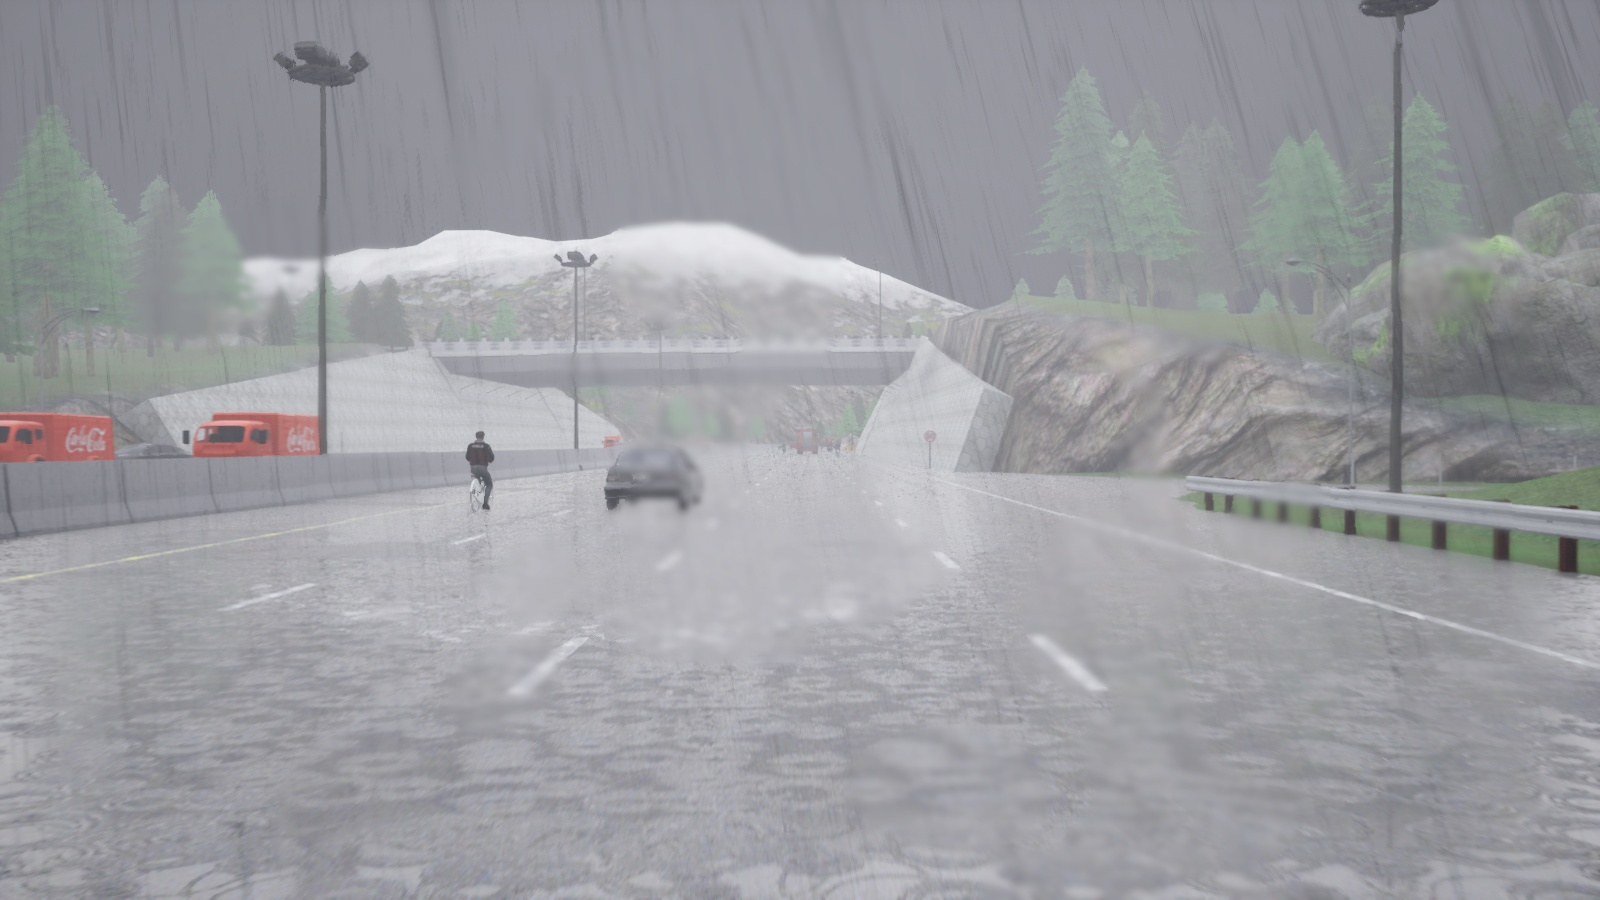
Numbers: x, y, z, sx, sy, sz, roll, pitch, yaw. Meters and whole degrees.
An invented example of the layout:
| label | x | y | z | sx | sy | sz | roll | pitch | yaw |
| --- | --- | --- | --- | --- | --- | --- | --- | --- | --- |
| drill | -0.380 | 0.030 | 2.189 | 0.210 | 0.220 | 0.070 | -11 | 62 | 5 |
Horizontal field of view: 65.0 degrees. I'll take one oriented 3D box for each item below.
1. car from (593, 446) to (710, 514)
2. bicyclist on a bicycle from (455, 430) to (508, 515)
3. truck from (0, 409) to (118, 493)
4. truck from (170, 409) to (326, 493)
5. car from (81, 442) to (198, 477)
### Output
| label | x | y | z | sx | sy | sz | roll | pitch | yaw |
| --- | --- | --- | --- | --- | --- | --- | --- | --- | --- |
| car | -3.319 | 0.627 | 29.092 | 2.033 | 1.411 | 5.357 | 0 | 0 | 0 |
| bicyclist on a bicycle | -6.831 | 0.459 | 27.029 | 0.659 | 1.776 | 1.843 | 0 | 1 | 0 |
| truck | -24.260 | 0.023 | 39.602 | 2.627 | 2.467 | 5.204 | 0 | 0 | 0 |
| truck | -17.260 | 0.029 | 39.620 | 2.627 | 2.467 | 5.204 | 0 | 0 | 0 |
| car | -30.291 | 0.401 | 57.739 | 1.837 | 1.490 | 4.892 | 0 | 0 | 17 |
